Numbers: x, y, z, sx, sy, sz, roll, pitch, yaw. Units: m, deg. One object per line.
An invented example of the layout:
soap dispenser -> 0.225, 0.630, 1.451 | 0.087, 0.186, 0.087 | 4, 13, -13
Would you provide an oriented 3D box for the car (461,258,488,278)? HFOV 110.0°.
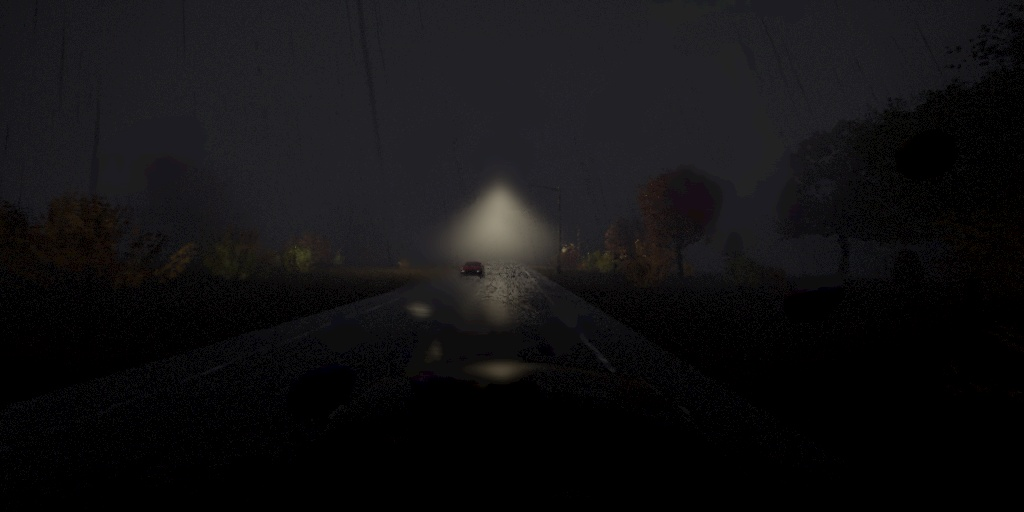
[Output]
car -> -3.592, 1.217, 33.424 | 1.882, 1.535, 5.008 | 0, 0, 0
